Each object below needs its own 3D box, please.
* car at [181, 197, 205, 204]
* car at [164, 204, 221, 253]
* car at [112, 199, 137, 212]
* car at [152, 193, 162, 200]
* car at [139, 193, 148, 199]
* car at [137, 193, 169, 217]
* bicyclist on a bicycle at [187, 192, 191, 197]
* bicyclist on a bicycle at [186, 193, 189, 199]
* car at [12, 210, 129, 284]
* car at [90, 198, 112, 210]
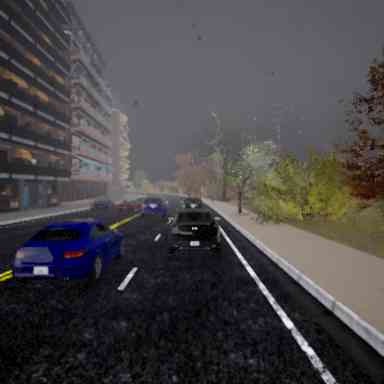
[{"bbox_3d":[0.096,1.187,28.985,2.097,1.767,4.553,0,0,0],"label":"car"},{"bbox_3d":[0.096,1.427,13.307,1.837,1.490,4.892,0,0,0],"label":"car"},{"bbox_3d":[-6.618,1.403,34.955,1.895,1.301,4.718,0,0,0],"label":"car"},{"bbox_3d":[-7.964,1.066,75.912,2.128,1.511,4.902,0,0,-3],"label":"car"},{"bbox_3d":[-11.351,0.870,77.876,1.812,1.442,4.674,0,0,-4],"label":"car"},{"bbox_3d":[-3.153,1.187,28.969,2.097,1.767,4.553,0,0,0],"label":"car"},{"bbox_3d":[-0.424,0.947,73.876,0.659,1.776,1.843,0,1,-4],"label":"bicyclist on a bicycle"},{"bbox_3d":[-1.043,0.975,82.936,0.582,1.620,1.656,0,0,-4],"label":"bicyclist on a bicycle"},{"bbox_3d":[-3.165,1.470,9.285,1.812,1.442,4.674,0,0,0],"label":"car"},{"bbox_3d":[-9.884,1.356,36.927,1.994,1.385,4.181,0,0,-1],"label":"car"}]
